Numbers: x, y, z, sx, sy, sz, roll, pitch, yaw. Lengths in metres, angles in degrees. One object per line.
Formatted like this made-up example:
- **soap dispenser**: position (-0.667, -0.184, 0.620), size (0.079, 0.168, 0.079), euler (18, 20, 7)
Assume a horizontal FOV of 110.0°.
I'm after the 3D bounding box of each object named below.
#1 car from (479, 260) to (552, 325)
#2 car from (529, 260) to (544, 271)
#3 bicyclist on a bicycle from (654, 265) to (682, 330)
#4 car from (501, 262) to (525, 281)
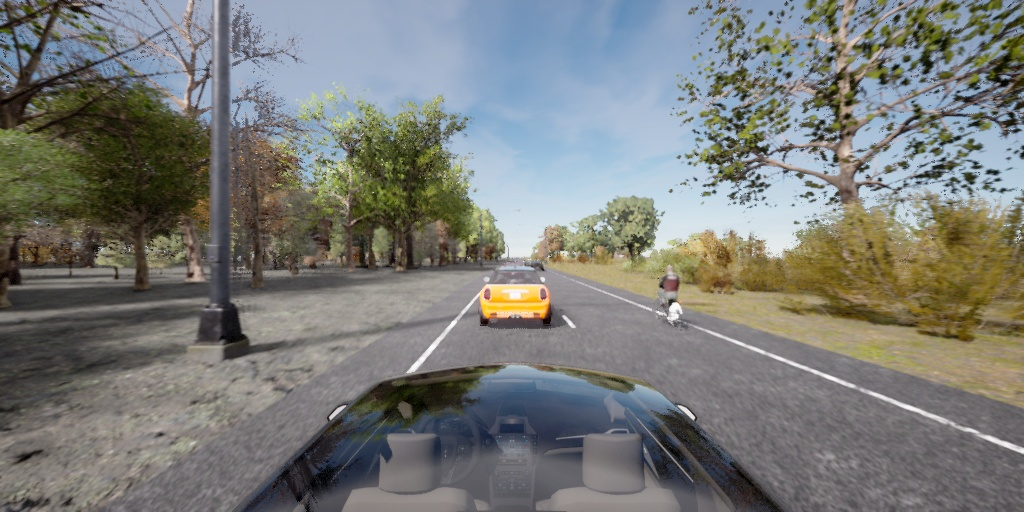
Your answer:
- **car**: position (0.093, 1.130, 12.091), size (2.097, 1.767, 4.553), euler (0, 0, 0)
- **car**: position (3.575, 1.393, 52.495), size (1.837, 1.490, 4.892), euler (0, 0, 0)
- **bicyclist on a bicycle**: position (4.462, 1.144, 10.361), size (0.659, 1.776, 1.843), euler (0, 0, 0)
- **car**: position (0.083, 1.308, 31.589), size (1.882, 1.535, 5.008), euler (0, 0, 0)
